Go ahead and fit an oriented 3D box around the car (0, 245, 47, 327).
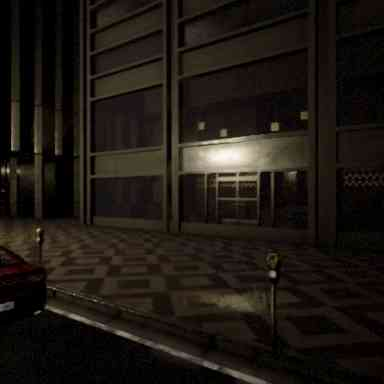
[{"bbox_3d":[-4.532,1.545,6.182,4.507,1.381,1.887,0,0,35],"label":"car"}]
